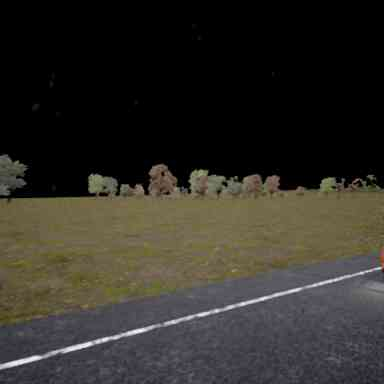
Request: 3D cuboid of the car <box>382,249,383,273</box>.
[{"bbox_3d":[7.178,1.422,9.114,4.553,1.767,2.097,0,0,-36],"label":"car"}]
